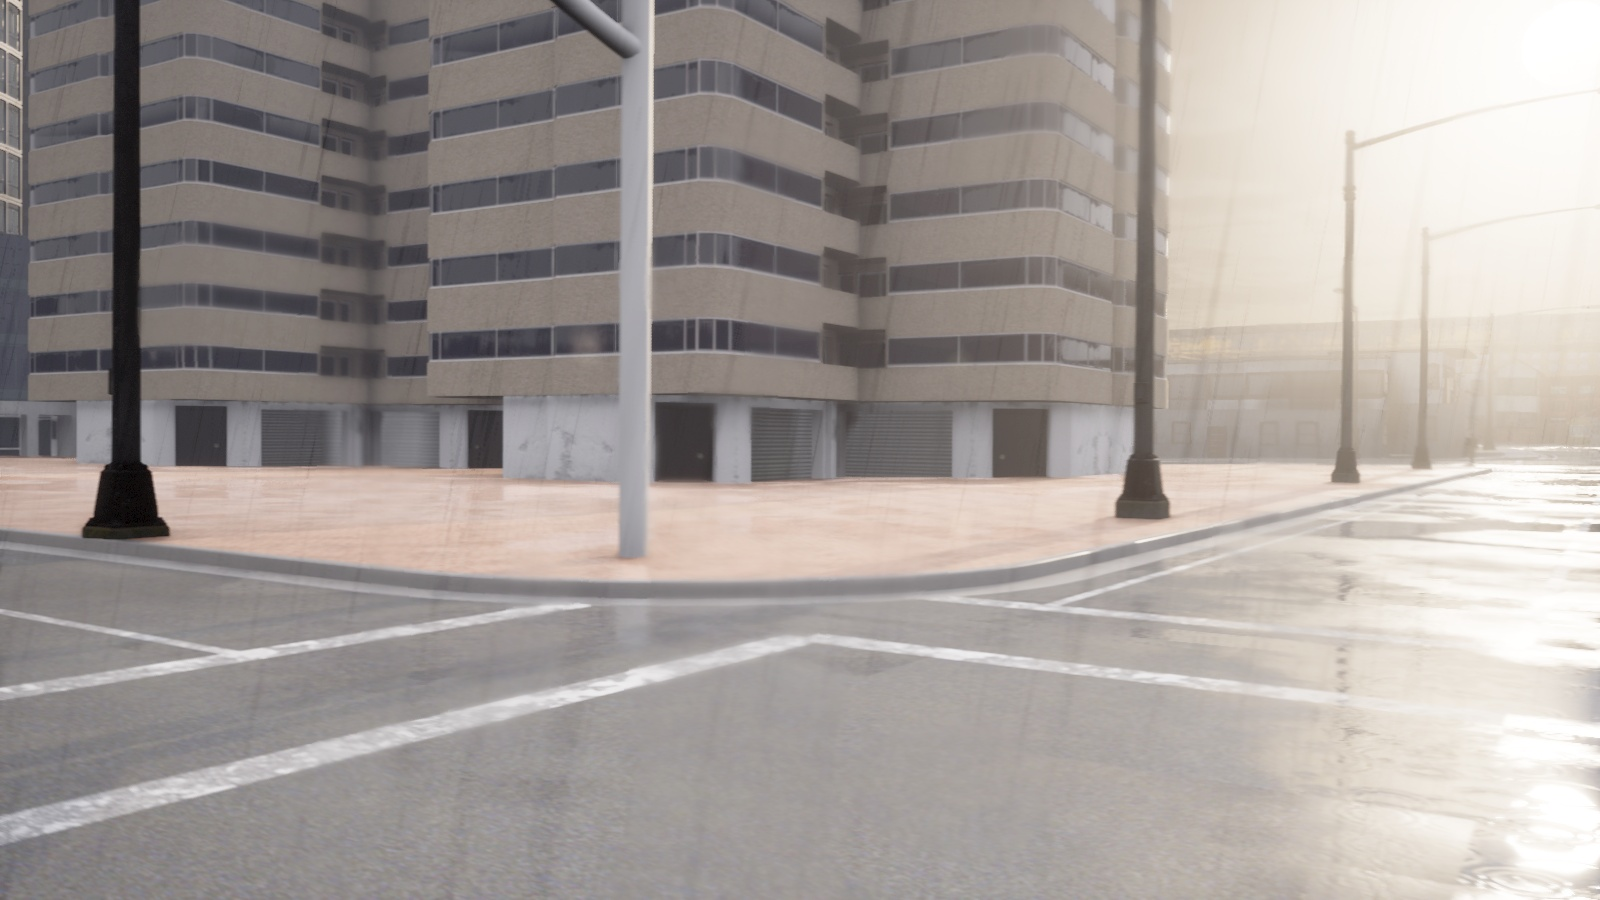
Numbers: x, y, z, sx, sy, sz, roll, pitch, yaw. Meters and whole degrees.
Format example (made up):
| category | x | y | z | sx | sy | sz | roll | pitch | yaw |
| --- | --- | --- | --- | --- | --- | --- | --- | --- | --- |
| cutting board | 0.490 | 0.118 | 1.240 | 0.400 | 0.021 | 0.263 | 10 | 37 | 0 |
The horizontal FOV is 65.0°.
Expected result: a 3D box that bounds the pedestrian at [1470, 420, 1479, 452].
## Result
| category | x | y | z | sx | sy | sz | roll | pitch | yaw |
| --- | --- | --- | --- | --- | --- | --- | --- | --- | --- |
| pedestrian | 39.128 | -0.832 | 72.861 | 0.431 | 1.840 | 0.703 | 0 | 1 | 29 |
